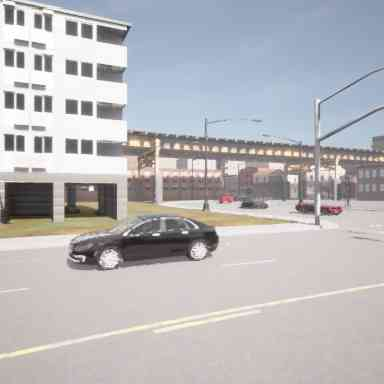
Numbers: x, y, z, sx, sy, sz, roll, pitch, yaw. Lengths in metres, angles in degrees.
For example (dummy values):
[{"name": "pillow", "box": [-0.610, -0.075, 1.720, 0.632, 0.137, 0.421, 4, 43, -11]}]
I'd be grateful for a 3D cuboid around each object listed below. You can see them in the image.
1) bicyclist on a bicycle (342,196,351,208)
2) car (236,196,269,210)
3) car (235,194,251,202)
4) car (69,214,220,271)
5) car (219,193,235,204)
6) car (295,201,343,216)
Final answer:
[{"name": "bicyclist on a bicycle", "box": [20.163, 1.303, 43.359, 1.656, 1.620, 0.582, 0, 0, -25]}, {"name": "car", "box": [8.088, 1.564, 43.303, 1.994, 1.385, 4.181, 0, 0, -25]}, {"name": "car", "box": [11.230, 1.525, 75.429, 2.128, 1.511, 4.902, 0, 0, 41]}, {"name": "car", "box": [-1.428, 1.505, 10.875, 4.892, 1.490, 1.837, 0, 0, -27]}, {"name": "car", "box": [6.648, 1.221, 65.723, 2.150, 2.045, 5.566, 0, 0, 11]}, {"name": "car", "box": [12.714, 1.601, 33.447, 1.895, 1.301, 4.718, 0, 0, -25]}]
